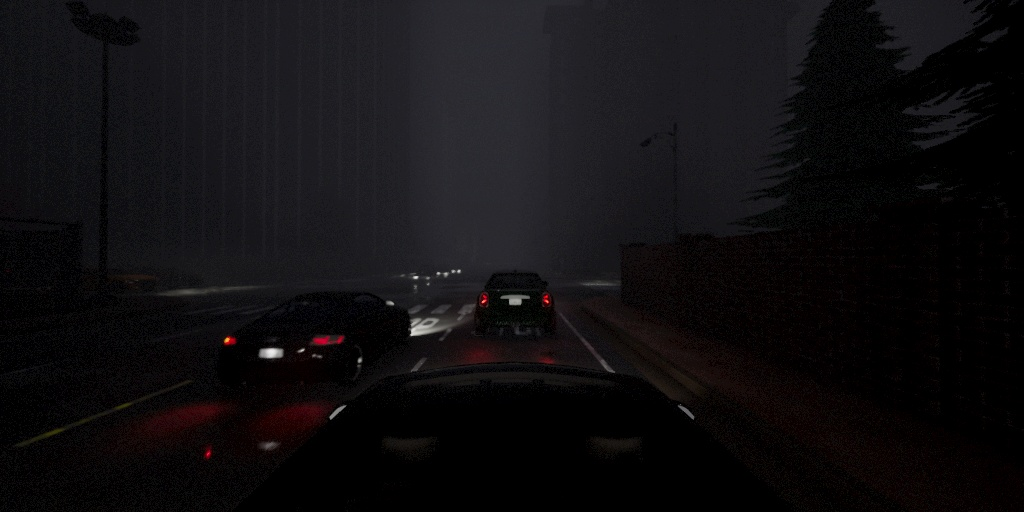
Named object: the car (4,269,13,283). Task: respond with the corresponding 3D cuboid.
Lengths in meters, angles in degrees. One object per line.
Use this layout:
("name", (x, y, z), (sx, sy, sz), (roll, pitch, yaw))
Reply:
("car", (-37.581, 1.525, 24.285), (4.718, 1.301, 1.895), (0, -1, 0))

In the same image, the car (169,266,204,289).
("car", (-23.814, 1.402, 24.302), (5.008, 1.535, 1.882), (0, -1, 0))

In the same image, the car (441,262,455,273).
("car", (-10.575, 1.862, 55.715), (1.994, 1.385, 4.181), (0, -1, 0))

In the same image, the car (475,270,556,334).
("car", (0.089, 1.197, 11.137), (2.097, 1.767, 4.553), (0, -1, 0))

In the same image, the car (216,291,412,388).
("car", (-3.421, 1.369, 7.106), (1.994, 1.385, 4.181), (0, -1, 0))

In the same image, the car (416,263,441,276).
("car", (-10.584, 1.692, 44.724), (1.837, 1.490, 4.892), (0, -1, 0))

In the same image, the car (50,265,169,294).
("car", (-23.490, 1.366, 20.803), (5.008, 1.535, 1.882), (0, -1, 0))
